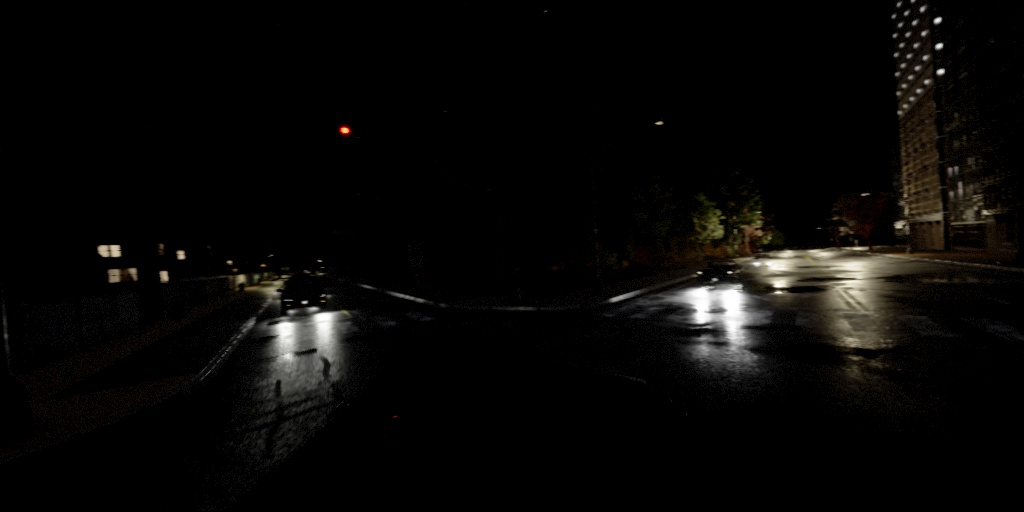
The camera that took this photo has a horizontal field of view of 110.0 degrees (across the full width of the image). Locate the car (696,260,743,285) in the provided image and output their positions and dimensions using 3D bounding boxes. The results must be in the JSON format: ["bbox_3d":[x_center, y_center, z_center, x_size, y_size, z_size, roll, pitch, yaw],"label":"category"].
[{"bbox_3d":[12.299,0.921,21.135,1.895,1.301,4.718,-4,-1,38],"label":"car"}]

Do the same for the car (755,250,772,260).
[{"bbox_3d":[36.370,-0.167,51.755,1.895,1.301,4.718,-4,-1,38],"label":"car"}]

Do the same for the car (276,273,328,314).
[{"bbox_3d":[-10.446,1.877,17.932,1.837,1.490,4.892,-4,1,-31],"label":"car"}]

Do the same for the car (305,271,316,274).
[{"bbox_3d":[-16.179,2.209,27.459,1.837,1.490,4.892,-4,1,-31],"label":"car"}]
